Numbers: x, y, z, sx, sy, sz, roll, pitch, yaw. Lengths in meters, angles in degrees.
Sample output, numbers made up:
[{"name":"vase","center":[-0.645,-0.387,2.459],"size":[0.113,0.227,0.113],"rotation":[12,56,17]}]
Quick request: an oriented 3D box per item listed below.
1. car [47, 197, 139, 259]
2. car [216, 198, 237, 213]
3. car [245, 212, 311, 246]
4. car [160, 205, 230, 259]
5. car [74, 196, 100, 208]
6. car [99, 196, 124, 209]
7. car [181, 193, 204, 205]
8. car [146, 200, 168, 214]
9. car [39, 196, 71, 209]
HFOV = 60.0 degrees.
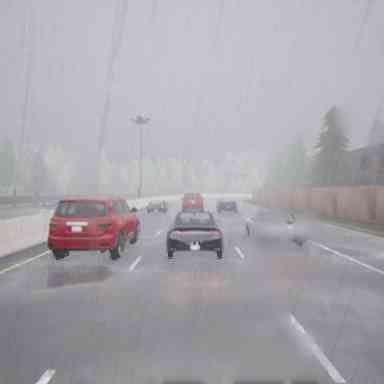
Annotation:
[{"name":"car","center":[-3.410,1.176,12.524],"size":[2.150,2.045,5.566],"rotation":[0,0,0]},{"name":"car","center":[3.575,1.351,35.064],"size":[1.882,1.535,5.008],"rotation":[0,0,0]},{"name":"car","center":[3.590,1.547,14.906],"size":[1.895,1.301,4.718],"rotation":[0,0,0]},{"name":"car","center":[0.090,1.446,12.409],"size":[2.128,1.511,4.902],"rotation":[0,0,0]},{"name":"car","center":[-14.107,1.313,44.998],"size":[1.882,1.535,5.008],"rotation":[0,0,0]},{"name":"car","center":[-10.606,1.332,44.310],"size":[2.128,1.511,4.902],"rotation":[0,0,0]},{"name":"car","center":[0.075,1.097,34.443],"size":[2.150,2.045,5.566],"rotation":[0,0,0]},{"name":"car","center":[-3.425,1.477,33.974],"size":[1.895,1.301,4.718],"rotation":[0,0,0]},{"name":"car","center":[-17.613,1.332,43.022],"size":[2.128,1.511,4.902],"rotation":[0,0,0]}]
